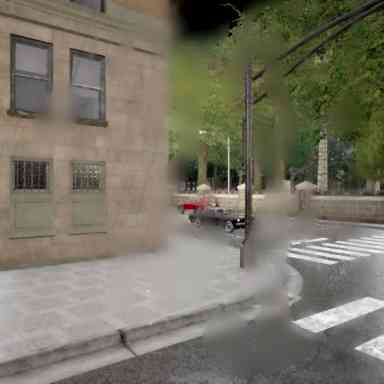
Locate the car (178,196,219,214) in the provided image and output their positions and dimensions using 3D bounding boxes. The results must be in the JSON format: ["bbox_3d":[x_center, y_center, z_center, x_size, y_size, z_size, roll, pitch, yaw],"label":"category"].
[{"bbox_3d":[0.601,1.285,31.822,2.192,1.841,5.009,0,0,-35],"label":"car"}]

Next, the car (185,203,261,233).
[{"bbox_3d":[1.846,1.585,19.878,1.895,1.301,4.718,0,0,-35],"label":"car"}]

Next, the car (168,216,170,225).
[{"bbox_3d":[-3.169,1.544,22.284,1.947,1.339,4.313,0,0,-35],"label":"car"}]
